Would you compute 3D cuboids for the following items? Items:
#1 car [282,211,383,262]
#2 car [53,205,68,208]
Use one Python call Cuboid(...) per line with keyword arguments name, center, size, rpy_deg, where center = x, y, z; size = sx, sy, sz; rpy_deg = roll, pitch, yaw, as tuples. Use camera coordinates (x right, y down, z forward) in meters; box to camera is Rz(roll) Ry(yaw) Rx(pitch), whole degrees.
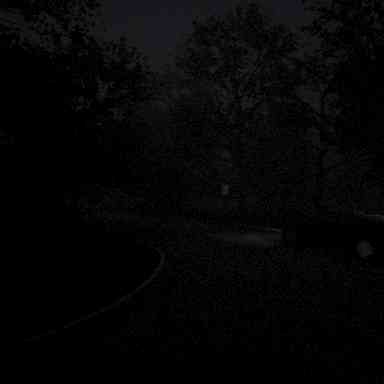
Cuboid(name="car", center=(5.442, 1.399, 11.939), size=(1.882, 1.535, 5.008), rpy_deg=(1, 0, -29))
Cuboid(name="car", center=(-15.932, 1.243, 35.903), size=(5.008, 1.535, 1.882), rpy_deg=(1, -1, 9))
